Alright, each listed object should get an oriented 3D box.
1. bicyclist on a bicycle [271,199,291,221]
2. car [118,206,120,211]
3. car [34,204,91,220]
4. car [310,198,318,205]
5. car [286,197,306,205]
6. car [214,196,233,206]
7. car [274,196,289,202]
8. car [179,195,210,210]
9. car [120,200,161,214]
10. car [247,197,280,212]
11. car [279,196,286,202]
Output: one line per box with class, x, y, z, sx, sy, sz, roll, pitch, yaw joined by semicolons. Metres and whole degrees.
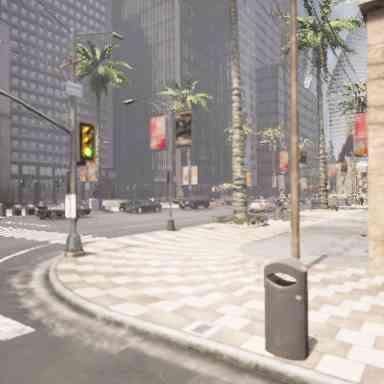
bicyclist on a bicycle;6.699;1.365;25.100;1.656;1.620;0.582;-1;0;36
car;-7.099;1.720;42.013;2.161;1.482;4.786;0;0;35
car;-11.704;1.786;30.295;1.895;1.301;4.718;0;0;36
car;23.071;1.684;60.642;1.994;1.385;4.181;0;0;35
car;19.973;1.635;62.319;2.128;1.511;4.902;0;0;35
car;5.744;1.564;59.791;2.185;1.767;4.553;0;0;35
car;22.622;1.697;83.834;2.231;1.521;4.892;0;0;35
car;0.415;1.409;47.164;2.150;2.045;5.566;0;0;35
car;-5.649;1.691;38.731;1.837;1.490;4.892;0;0;36
car;8.547;1.641;40.147;1.812;1.442;4.674;0;0;36
car;12.603;1.667;51.833;1.812;1.442;4.674;0;0;35
